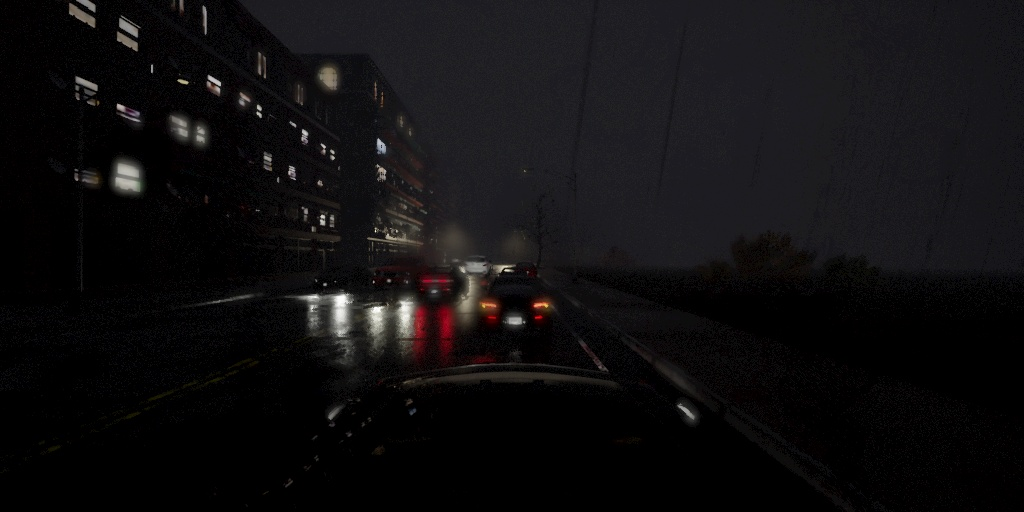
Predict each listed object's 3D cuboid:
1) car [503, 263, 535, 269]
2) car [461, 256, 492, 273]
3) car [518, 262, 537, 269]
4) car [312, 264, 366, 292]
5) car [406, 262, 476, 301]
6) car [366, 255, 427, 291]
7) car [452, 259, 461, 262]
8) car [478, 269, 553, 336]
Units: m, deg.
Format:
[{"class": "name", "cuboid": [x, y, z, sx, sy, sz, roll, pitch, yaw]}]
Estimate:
[{"class": "car", "cuboid": [0.060, 1.316, 20.417, 1.994, 1.385, 4.181, 0, 0, 0]}, {"class": "car", "cuboid": [-3.222, 0.975, 34.672, 2.150, 2.045, 5.566, 0, 0, 0]}, {"class": "car", "cuboid": [1.075, 1.231, 29.945, 1.882, 1.535, 5.008, 0, 0, 0]}, {"class": "car", "cuboid": [-9.895, 1.257, 21.381, 1.837, 1.490, 4.892, 0, 0, 0]}, {"class": "car", "cuboid": [-3.185, 1.243, 17.170, 2.128, 1.511, 4.902, 0, 0, 0]}, {"class": "car", "cuboid": [-6.645, 0.974, 22.122, 2.150, 2.045, 5.566, 0, 0, 0]}, {"class": "car", "cuboid": [-9.937, 1.297, 63.785, 2.033, 1.411, 5.357, 0, 0, 0]}, {"class": "car", "cuboid": [0.073, 1.277, 10.250, 1.812, 1.442, 4.674, 0, 0, 0]}]
